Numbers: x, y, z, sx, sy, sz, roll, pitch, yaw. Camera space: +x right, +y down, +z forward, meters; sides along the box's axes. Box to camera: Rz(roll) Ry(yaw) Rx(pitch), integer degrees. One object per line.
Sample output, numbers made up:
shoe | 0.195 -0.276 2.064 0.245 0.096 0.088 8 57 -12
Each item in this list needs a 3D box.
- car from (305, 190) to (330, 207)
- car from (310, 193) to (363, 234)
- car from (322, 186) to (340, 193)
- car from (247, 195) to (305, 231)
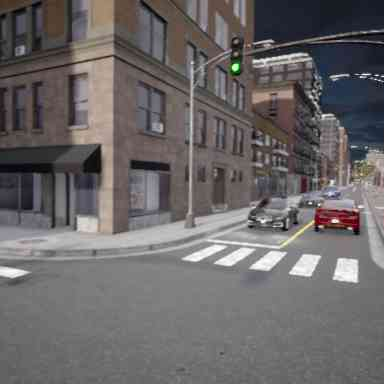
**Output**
car | 11.146 0.772 30.563 1.994 1.385 4.181 2 2 27
car | 7.304 1.055 16.515 1.882 1.535 5.008 2 2 27
car | 20.055 0.112 47.852 2.150 2.045 5.566 2 2 27
car | 4.317 1.017 17.151 1.837 1.490 4.892 2 3 27
